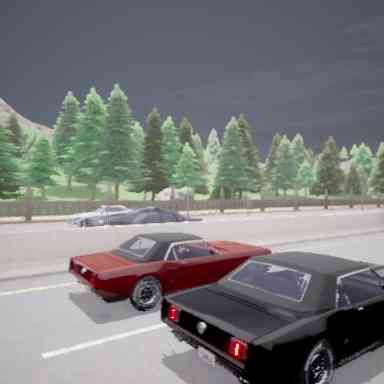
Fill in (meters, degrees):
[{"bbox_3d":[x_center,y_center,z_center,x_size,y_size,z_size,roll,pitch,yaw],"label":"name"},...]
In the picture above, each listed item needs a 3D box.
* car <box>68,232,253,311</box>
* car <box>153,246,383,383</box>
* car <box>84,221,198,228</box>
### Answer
[{"bbox_3d":[-0.257,1.624,7.844,4.718,1.301,1.895,0,0,-35],"label":"car"},{"bbox_3d":[1.982,1.626,5.140,4.718,1.301,1.895,0,0,-35],"label":"car"},{"bbox_3d":[-1.913,1.588,15.493,5.357,1.411,2.033,0,0,-35],"label":"car"}]
